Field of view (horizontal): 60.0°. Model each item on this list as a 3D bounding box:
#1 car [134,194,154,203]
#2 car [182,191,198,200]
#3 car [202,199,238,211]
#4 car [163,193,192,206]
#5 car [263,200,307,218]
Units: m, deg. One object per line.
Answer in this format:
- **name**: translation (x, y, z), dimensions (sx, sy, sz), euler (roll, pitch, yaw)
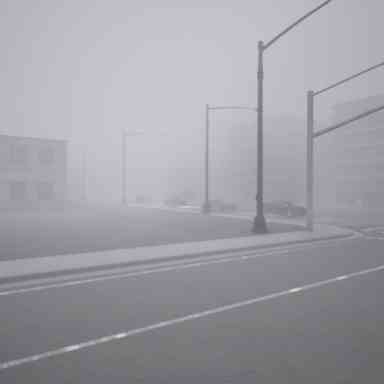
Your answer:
- **car**: translation (-8.148, 1.034, 56.028), dimensions (2.128, 1.511, 4.902), euler (0, 1, -34)
- **car**: translation (-0.978, 0.724, 70.571), dimensions (2.150, 2.045, 5.566), euler (0, 0, -34)
- **car**: translation (3.254, 1.497, 39.291), dimensions (1.895, 1.301, 4.718), euler (0, 1, -34)
- **car**: translation (-2.396, 1.286, 47.561), dimensions (1.994, 1.385, 4.181), euler (0, 1, -34)
- **car**: translation (8.549, 1.509, 31.595), dimensions (1.882, 1.535, 5.008), euler (0, 0, -35)
